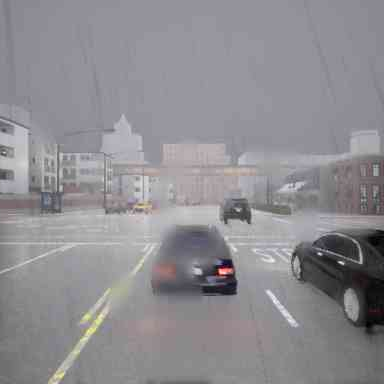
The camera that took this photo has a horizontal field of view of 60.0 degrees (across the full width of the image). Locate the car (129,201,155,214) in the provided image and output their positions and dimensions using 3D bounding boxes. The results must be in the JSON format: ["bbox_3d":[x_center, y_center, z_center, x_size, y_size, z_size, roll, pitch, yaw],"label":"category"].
[{"bbox_3d":[-6.616,2.132,44.715,1.882,1.535,5.008,0,-1,3],"label":"car"}]

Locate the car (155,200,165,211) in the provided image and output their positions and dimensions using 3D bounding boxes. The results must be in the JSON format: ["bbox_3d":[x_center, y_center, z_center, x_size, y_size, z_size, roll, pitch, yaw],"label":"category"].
[{"bbox_3d":[-6.144,2.189,53.686,2.097,1.767,4.553,0,-1,4],"label":"car"}]

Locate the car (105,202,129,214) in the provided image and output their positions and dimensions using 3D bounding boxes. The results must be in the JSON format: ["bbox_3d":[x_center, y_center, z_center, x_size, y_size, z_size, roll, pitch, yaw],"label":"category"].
[{"bbox_3d":[-10.132,2.175,44.473,1.812,1.442,4.674,0,-1,3],"label":"car"}]

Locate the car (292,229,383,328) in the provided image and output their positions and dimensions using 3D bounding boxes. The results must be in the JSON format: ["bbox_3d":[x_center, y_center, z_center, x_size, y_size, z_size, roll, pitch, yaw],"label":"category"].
[{"bbox_3d":[3.586,1.532,6.987,1.837,1.490,4.892,0,0,0],"label":"car"}]

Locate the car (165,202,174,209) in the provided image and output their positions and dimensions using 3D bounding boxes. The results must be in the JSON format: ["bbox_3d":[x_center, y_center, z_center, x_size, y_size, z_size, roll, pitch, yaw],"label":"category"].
[{"bbox_3d":[-5.051,2.700,66.594,1.895,1.301,4.718,0,-1,10],"label":"car"}]

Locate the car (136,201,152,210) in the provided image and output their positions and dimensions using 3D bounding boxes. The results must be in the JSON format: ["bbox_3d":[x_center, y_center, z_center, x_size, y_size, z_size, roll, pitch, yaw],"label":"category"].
[{"bbox_3d":[-8.990,2.519,62.562,1.837,1.490,4.892,0,0,6],"label":"car"}]

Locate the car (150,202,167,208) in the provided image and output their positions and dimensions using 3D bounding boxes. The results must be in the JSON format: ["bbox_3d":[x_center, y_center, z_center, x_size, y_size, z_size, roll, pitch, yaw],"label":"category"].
[{"bbox_3d":[-7.251,2.817,72.618,1.895,1.301,4.718,0,-1,18],"label":"car"}]

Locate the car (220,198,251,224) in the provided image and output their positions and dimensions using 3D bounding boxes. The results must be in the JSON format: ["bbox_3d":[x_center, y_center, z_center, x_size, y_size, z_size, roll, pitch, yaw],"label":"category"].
[{"bbox_3d":[3.610,1.560,28.129,2.150,2.045,5.566,0,-1,1],"label":"car"}]

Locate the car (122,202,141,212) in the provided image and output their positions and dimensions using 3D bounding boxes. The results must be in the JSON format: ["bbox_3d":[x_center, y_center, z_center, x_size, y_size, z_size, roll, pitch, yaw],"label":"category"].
[{"bbox_3d":[-9.698,2.360,53.562,1.812,1.442,4.674,0,-1,5],"label":"car"}]

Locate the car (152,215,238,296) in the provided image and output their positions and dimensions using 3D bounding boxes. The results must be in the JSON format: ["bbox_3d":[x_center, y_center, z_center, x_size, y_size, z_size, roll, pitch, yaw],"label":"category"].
[{"bbox_3d":[0.059,1.589,8.881,2.033,1.411,5.357,0,0,0],"label":"car"}]

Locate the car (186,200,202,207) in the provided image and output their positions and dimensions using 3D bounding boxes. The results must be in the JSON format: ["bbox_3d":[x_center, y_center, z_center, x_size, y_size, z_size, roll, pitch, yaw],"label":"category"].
[{"bbox_3d":[0.430,2.797,80.109,1.837,1.490,4.892,-1,-1,36],"label":"car"}]
